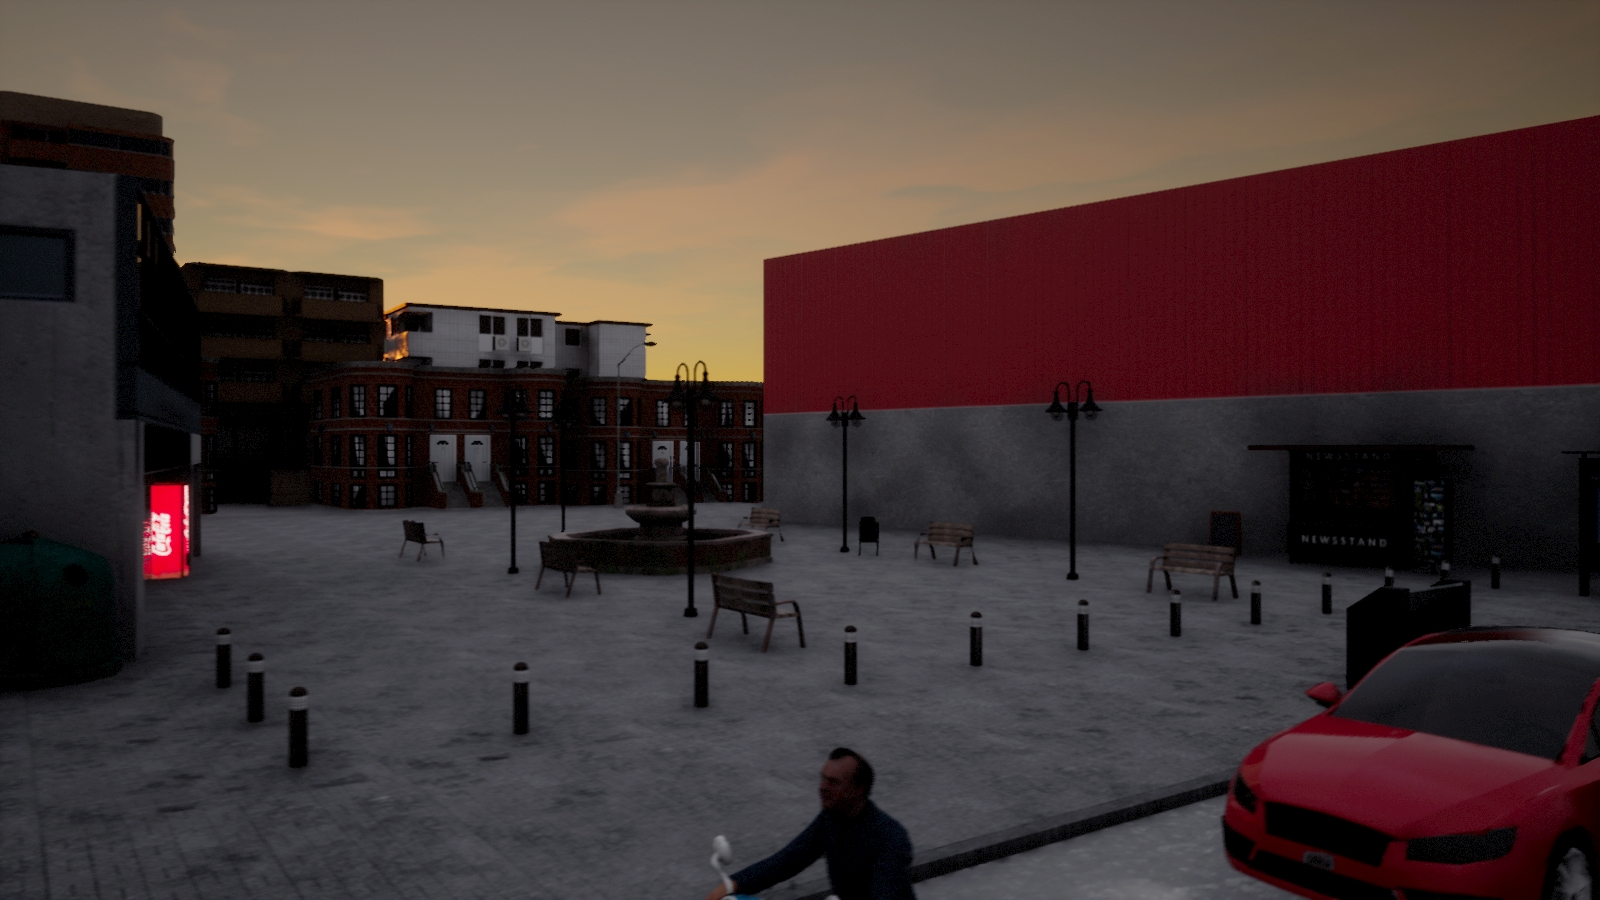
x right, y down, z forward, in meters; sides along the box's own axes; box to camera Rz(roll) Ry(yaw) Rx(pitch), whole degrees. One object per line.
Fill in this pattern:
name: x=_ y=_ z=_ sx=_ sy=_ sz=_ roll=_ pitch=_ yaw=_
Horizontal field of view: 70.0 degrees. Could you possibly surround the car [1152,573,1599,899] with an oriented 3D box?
car: x=4.916 y=1.841 z=7.860 sx=4.892 sy=1.480 sz=2.231 roll=0 pitch=0 yaw=-35
